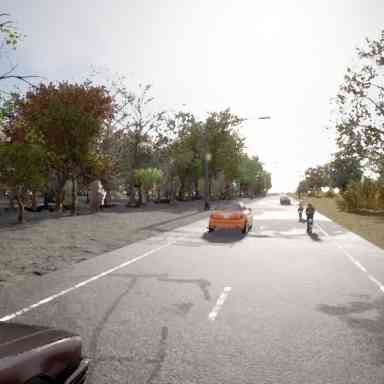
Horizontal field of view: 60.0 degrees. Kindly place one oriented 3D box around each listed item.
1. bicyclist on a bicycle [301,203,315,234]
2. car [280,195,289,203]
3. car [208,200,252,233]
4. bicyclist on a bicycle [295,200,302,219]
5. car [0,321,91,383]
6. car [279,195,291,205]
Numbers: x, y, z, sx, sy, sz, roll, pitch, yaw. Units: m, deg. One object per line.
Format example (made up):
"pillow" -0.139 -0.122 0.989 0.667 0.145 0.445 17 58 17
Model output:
"bicyclist on a bicycle" 6.501 1.458 18.314 0.582 1.620 1.656 0 0 15
"car" 19.886 1.523 71.573 1.837 1.490 4.892 0 0 15
"car" 2.410 1.356 19.907 2.097 1.767 4.553 0 0 15
"bicyclist on a bicycle" 9.044 1.444 27.658 0.866 1.612 1.509 0 0 15
"car" -2.609 1.547 1.332 2.033 1.411 5.357 0 0 15
"car" 16.989 1.566 60.481 2.033 1.411 5.357 0 0 16
